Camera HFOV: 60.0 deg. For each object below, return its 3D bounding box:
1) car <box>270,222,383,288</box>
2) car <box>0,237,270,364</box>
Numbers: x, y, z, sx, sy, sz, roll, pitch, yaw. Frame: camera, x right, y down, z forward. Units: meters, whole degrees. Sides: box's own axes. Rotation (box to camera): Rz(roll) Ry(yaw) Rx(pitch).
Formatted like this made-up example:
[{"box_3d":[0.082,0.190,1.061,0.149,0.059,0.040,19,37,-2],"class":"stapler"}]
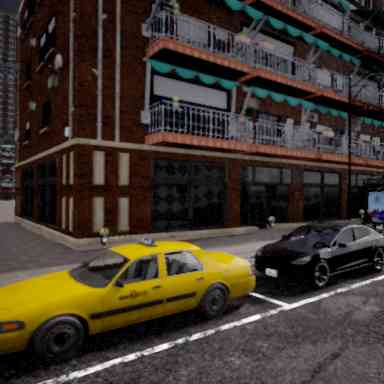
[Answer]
[{"box_3d":[3.667,1.530,9.157,4.313,1.339,1.947,0,1,-35],"class":"car"},{"box_3d":[-1.008,1.515,5.824,4.829,1.417,1.752,0,1,-35],"class":"car"}]
